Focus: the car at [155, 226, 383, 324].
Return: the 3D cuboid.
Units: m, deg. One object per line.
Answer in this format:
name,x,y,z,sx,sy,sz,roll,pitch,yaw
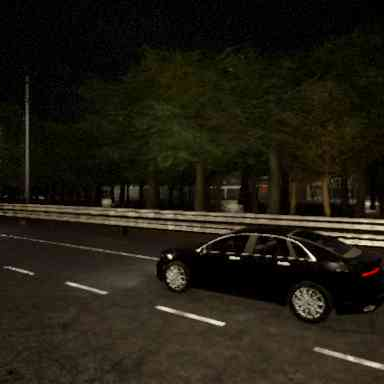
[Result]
car,1.374,1.507,7.187,4.892,1.490,1.837,0,0,36
